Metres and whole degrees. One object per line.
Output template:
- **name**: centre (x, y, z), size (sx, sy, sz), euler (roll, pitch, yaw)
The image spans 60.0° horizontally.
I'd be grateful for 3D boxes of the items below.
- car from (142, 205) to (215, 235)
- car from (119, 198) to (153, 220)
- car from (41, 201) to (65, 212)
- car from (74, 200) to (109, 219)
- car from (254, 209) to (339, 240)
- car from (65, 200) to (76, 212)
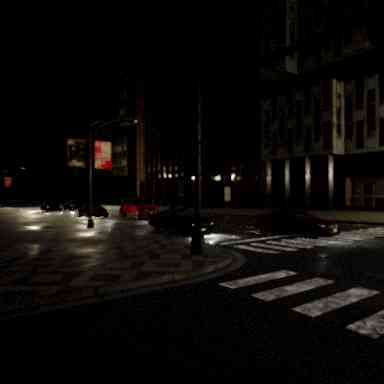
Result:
- **car**: centre (-0.858, 1.777, 21.063), size (2.033, 1.411, 5.357), euler (0, 0, -36)
- **car**: centre (-5.263, 1.593, 32.792), size (2.150, 2.045, 5.566), euler (0, 0, -36)
- **car**: centre (-20.732, 2.107, 48.976), size (2.097, 1.767, 4.553), euler (0, -1, -36)
- **car**: centre (-10.146, 1.922, 34.036), size (1.882, 1.535, 5.008), euler (0, 0, -36)
- **car**: centre (5.539, 1.650, 18.126), size (1.812, 1.442, 4.674), euler (0, 0, -40)
- **car**: centre (-17.959, 2.017, 50.680), size (2.097, 1.767, 4.553), euler (0, 0, -36)
